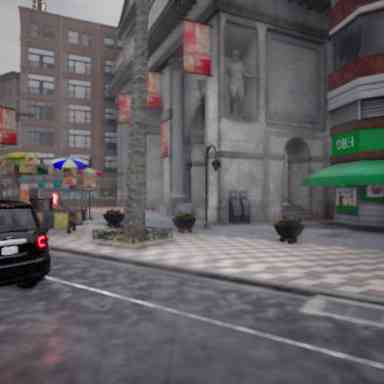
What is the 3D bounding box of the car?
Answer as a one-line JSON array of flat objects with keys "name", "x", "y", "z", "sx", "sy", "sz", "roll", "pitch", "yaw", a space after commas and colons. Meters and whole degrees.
[{"name": "car", "x": -5.660, "y": 1.204, "z": 7.931, "sx": 5.566, "sy": 2.045, "sz": 2.150, "roll": 0, "pitch": 0, "yaw": 36}]
